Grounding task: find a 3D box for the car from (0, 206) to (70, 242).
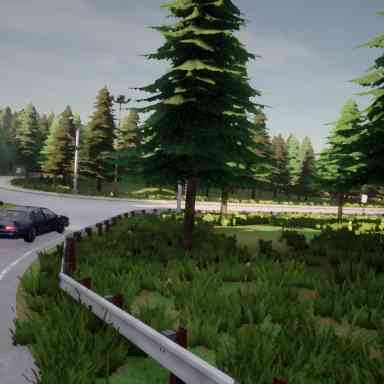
[{"bbox_3d":[-7.598,1.372,15.551,2.033,1.411,5.357,4,1,3],"label":"car"}]
